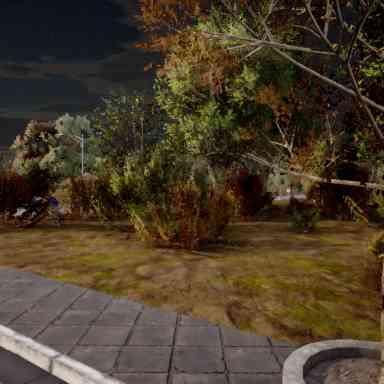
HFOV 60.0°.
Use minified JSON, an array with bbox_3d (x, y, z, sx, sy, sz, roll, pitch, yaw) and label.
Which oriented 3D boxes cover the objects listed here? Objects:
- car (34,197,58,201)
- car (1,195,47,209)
[{"bbox_3d":[-18.059,1.249,40.377,1.882,1.535,5.008,0,0,32],"label":"car"},{"bbox_3d":[-21.145,1.225,42.043,1.882,1.535,5.008,0,0,32],"label":"car"}]
